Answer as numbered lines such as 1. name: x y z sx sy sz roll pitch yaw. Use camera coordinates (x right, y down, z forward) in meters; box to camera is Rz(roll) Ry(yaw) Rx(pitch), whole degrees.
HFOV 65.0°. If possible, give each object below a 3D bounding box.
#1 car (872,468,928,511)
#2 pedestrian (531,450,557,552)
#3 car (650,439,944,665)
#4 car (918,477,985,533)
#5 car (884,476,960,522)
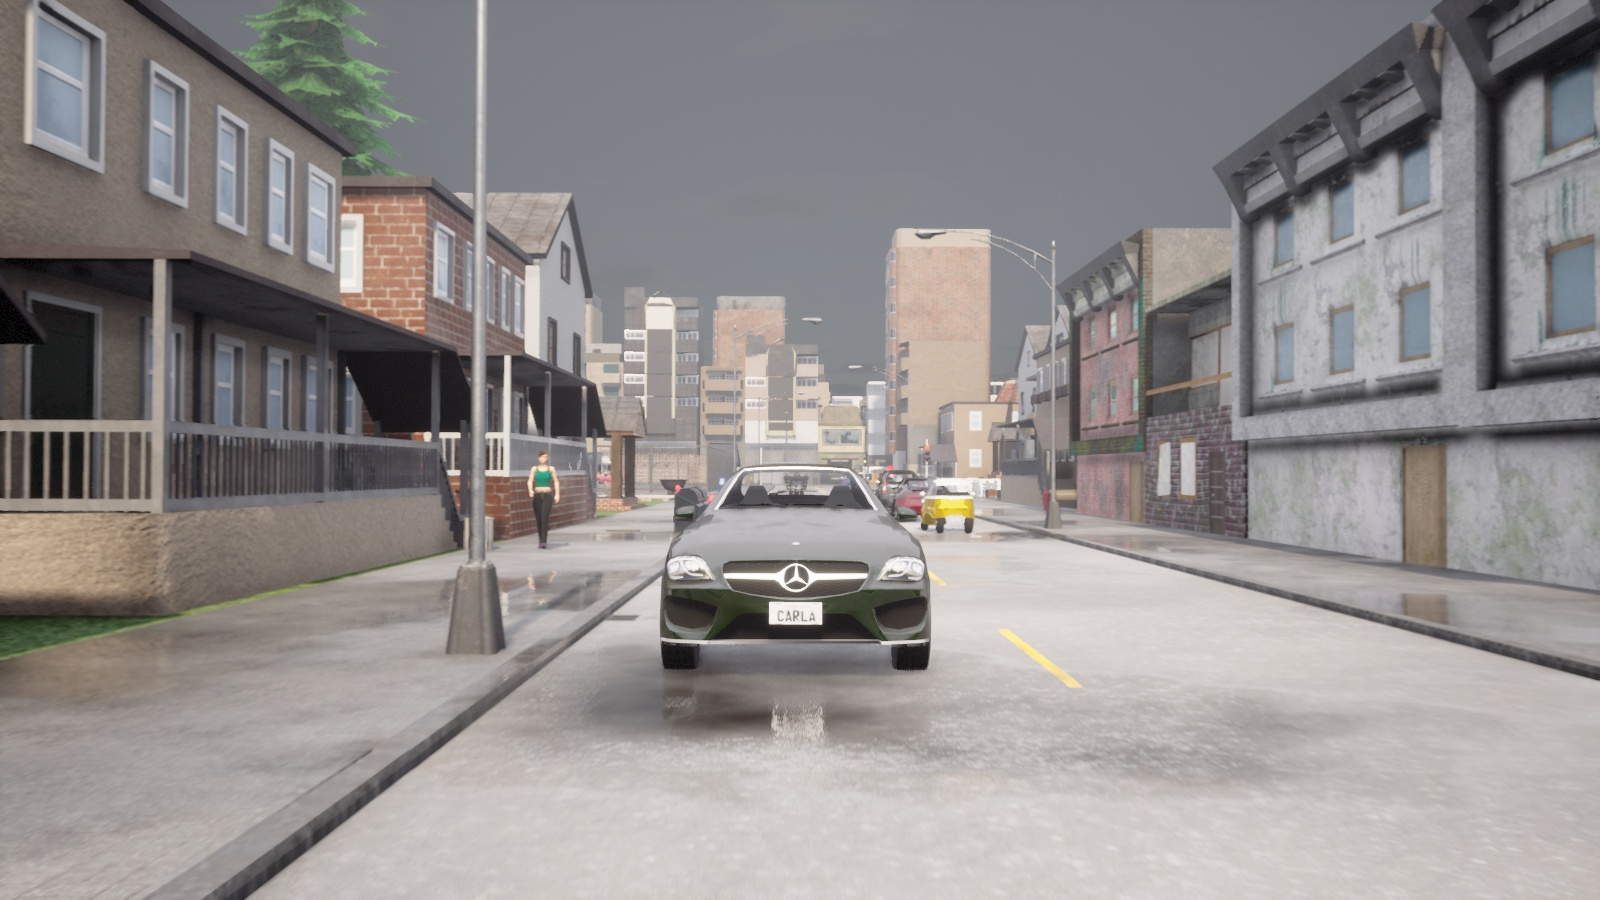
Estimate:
1. car: 3.874 1.517 48.991 1.851 1.617 3.988 0 -1 0
2. pedestrian: -4.699 0.929 23.070 0.345 1.836 0.594 0 -1 0
3. car: -0.031 0.790 11.724 2.152 1.651 5.027 0 -1 0
4. car: 3.916 1.402 32.757 1.481 1.376 2.207 0 -1 0
5. car: 3.901 1.545 40.715 1.994 1.385 4.181 0 -1 -1
